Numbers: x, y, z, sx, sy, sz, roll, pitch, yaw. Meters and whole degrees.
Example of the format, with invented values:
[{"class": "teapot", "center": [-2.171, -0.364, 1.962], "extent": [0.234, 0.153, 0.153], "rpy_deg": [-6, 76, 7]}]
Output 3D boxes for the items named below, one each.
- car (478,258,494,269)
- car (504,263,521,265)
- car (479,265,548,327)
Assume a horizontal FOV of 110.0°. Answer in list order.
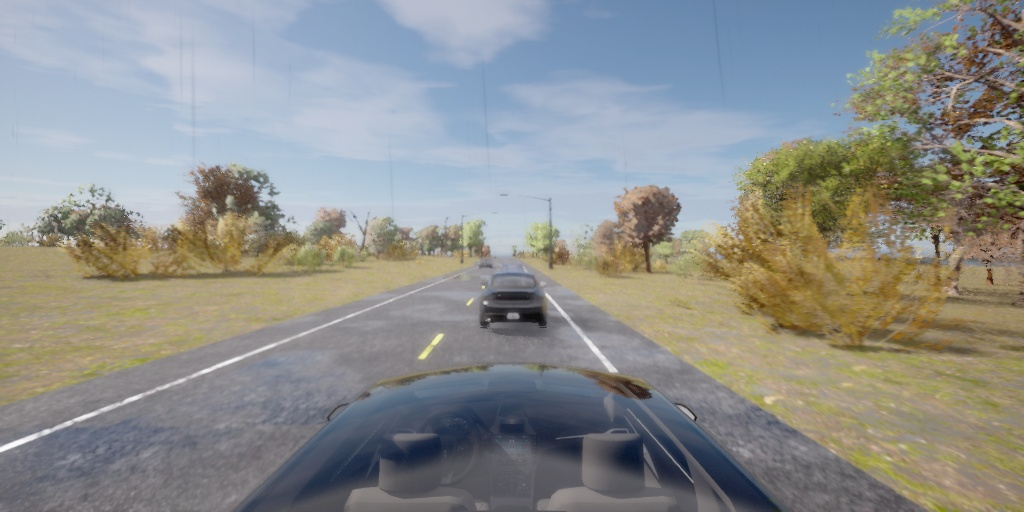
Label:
[{"class": "car", "center": [-3.610, 1.035, 50.164], "extent": [1.837, 1.490, 4.892], "rpy_deg": [0, 0, 0]}, {"class": "car", "center": [0.033, 1.188, 24.746], "extent": [2.033, 1.411, 5.357], "rpy_deg": [0, 0, 1]}, {"class": "car", "center": [0.049, 1.210, 11.250], "extent": [1.837, 1.490, 4.892], "rpy_deg": [0, 1, 0]}]
